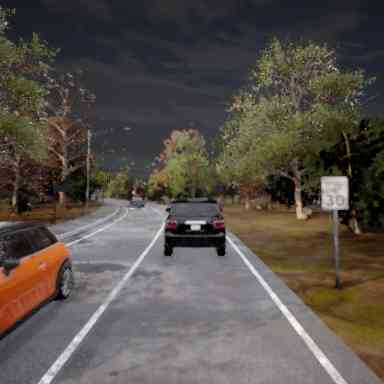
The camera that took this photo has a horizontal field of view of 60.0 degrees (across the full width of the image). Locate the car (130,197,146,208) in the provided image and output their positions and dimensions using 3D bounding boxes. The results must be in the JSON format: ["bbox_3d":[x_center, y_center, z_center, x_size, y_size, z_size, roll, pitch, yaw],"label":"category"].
[{"bbox_3d":[-7.695,1.451,46.914,1.837,1.490,4.892,1,0,-14],"label":"car"}]

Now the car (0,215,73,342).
[{"bbox_3d":[-3.613,1.352,5.283,2.097,1.767,4.553,0,0,0],"label":"car"}]

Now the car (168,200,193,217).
[{"bbox_3d":[-1.242,1.575,33.127,2.033,1.411,5.357,1,0,-8],"label":"car"}]

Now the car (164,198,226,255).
[{"bbox_3d":[0.081,1.228,13.399,2.150,2.045,5.566,0,0,-1],"label":"car"}]
